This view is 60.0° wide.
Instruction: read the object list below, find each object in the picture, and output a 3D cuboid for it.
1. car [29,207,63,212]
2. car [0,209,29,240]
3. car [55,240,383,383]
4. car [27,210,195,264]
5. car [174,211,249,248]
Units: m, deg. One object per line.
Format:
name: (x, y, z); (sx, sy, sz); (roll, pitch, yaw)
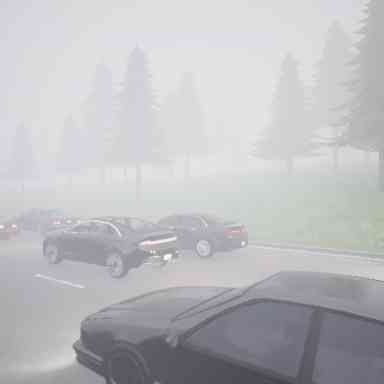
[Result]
car: (-8.194, 1.547, 18.358); (5.357, 1.411, 2.033); (0, 0, 38)
car: (-10.303, 1.547, 15.641); (5.357, 1.411, 2.033); (0, 0, 33)
car: (1.194, 1.548, 3.142); (5.357, 1.411, 2.033); (0, 0, 36)
car: (-2.613, 1.492, 10.139); (4.902, 1.511, 2.128); (0, 0, 35)
car: (-0.231, 1.505, 12.744); (4.892, 1.490, 1.837); (0, 0, 35)
